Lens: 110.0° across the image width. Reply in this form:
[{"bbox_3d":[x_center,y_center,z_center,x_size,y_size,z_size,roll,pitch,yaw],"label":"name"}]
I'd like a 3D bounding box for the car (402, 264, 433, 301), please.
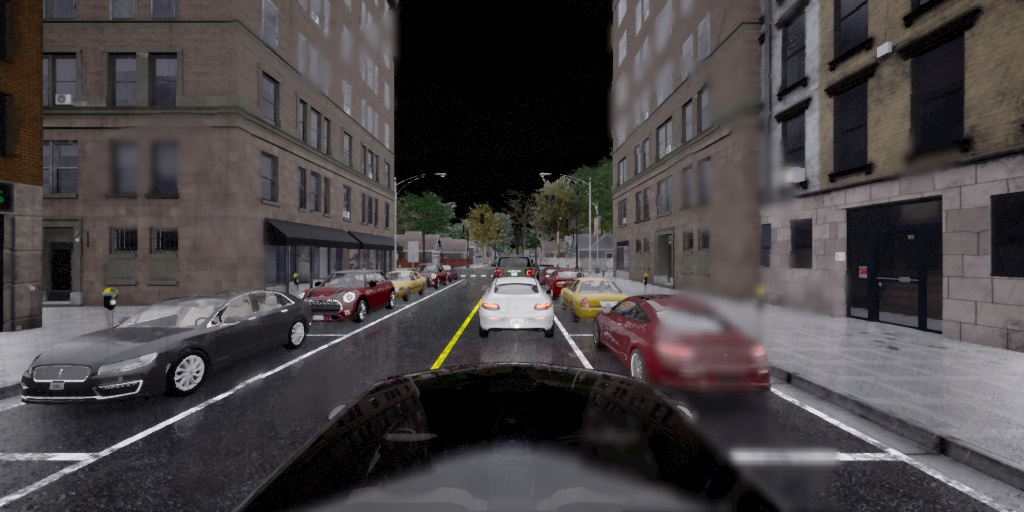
[{"bbox_3d":[-5.380,1.280,17.300,1.751,1.417,4.829,0,0,0],"label":"car"}]

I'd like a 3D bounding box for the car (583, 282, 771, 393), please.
[{"bbox_3d":[2.639,1.332,6.431,1.802,1.307,4.207,0,0,0],"label":"car"}]

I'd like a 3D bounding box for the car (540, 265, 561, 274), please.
[{"bbox_3d":[2.645,1.300,17.468,1.888,1.381,4.507,0,0,0],"label":"car"}]

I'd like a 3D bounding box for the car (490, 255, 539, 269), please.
[{"bbox_3d":[0.110,0.978,19.915,2.150,2.045,5.566,0,0,0],"label":"car"}]

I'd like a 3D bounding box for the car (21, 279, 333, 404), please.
[{"bbox_3d":[-5.386,1.301,6.433,2.007,1.370,4.403,0,0,0],"label":"car"}]

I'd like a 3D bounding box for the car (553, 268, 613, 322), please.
[{"bbox_3d":[2.642,1.278,12.120,1.751,1.417,4.829,0,0,0],"label":"car"}]

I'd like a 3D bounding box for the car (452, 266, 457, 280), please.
[{"bbox_3d":[-5.374,1.343,28.508,1.802,1.307,4.207,0,0,0],"label":"car"}]

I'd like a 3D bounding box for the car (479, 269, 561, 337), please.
[{"bbox_3d":[0.103,1.277,10.152,1.812,1.442,4.674,0,0,0],"label":"car"}]

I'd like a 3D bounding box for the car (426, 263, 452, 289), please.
[{"bbox_3d":[-5.377,1.198,22.989,1.967,1.591,4.097,0,0,0],"label":"car"}]

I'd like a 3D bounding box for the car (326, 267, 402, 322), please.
[{"bbox_3d":[-5.383,1.192,11.951,1.967,1.591,4.097,0,0,0],"label":"car"}]

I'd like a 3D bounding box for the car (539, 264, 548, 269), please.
[{"bbox_3d":[2.648,1.340,22.986,1.802,1.307,4.207,0,0,0],"label":"car"}]
